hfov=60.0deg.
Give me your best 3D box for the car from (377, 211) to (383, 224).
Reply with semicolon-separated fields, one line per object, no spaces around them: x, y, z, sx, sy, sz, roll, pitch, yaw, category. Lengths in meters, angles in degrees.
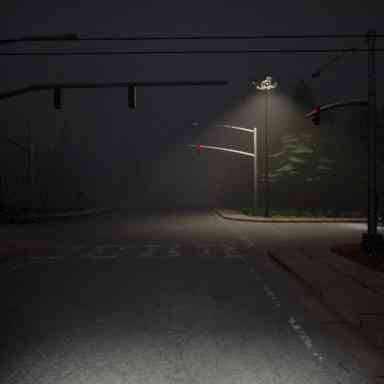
14.895;1.513;22.079;4.892;1.490;1.837;0;0;1;car
